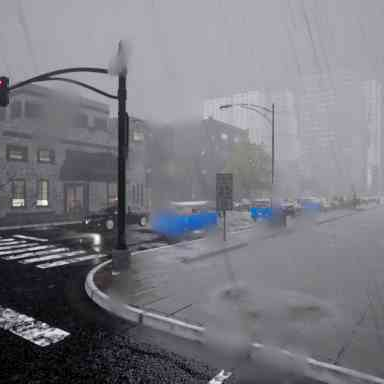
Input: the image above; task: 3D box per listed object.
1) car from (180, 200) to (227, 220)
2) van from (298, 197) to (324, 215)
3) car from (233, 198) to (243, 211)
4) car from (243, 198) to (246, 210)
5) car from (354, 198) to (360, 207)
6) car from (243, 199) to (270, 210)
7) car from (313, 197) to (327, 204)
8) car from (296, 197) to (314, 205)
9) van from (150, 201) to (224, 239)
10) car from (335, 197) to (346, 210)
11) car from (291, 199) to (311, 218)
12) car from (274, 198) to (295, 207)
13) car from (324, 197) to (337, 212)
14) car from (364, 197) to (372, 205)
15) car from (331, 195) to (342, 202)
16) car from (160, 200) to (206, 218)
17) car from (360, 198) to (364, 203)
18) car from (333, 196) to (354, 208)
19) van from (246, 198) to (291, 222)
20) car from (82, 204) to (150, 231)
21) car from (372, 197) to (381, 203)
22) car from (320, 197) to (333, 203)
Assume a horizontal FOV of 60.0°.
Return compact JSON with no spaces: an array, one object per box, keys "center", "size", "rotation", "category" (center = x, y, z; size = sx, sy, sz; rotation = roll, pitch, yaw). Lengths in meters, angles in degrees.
[{"center":[1.148,1.556,29.580],"size":[1.837,1.490,4.892],"rotation":[1,0,35],"category":"car"},{"center":[12.531,1.469,35.749],"size":[1.690,1.788,3.998],"rotation":[0,0,35],"category":"van"},{"center":[5.677,1.507,40.570],"size":[1.967,1.590,4.097],"rotation":[0,0,35],"category":"car"},{"center":[8.230,1.614,39.665],"size":[1.812,1.442,4.674],"rotation":[1,0,35],"category":"car"},{"center":[25.198,1.517,53.844],"size":[2.192,1.841,5.009],"rotation":[0,0,35],"category":"car"},{"center":[8.842,1.629,45.094],"size":[1.887,1.381,4.507],"rotation":[0,0,35],"category":"car"},{"center":[27.744,1.729,72.095],"size":[1.752,1.417,4.829],"rotation":[0,0,35],"category":"car"},{"center":[21.508,1.706,63.187],"size":[1.887,1.381,4.507],"rotation":[0,0,35],"category":"car"},{"center":[-0.135,1.407,17.655],"size":[1.690,1.788,3.998],"rotation":[0,0,35],"category":"van"},{"center":[18.863,1.729,44.796],"size":[1.947,1.339,4.313],"rotation":[0,0,35],"category":"car"},{"center":[9.363,1.656,31.225],"size":[1.887,1.381,4.507],"rotation":[0,0,35],"category":"car"},{"center":[15.175,1.666,54.140],"size":[1.887,1.381,4.507],"rotation":[0,0,35],"category":"car"},{"center":[15.795,1.671,40.412],"size":[1.752,1.417,4.829],"rotation":[0,0,35],"category":"car"},{"center":[34.696,1.810,67.414],"size":[1.887,1.381,4.507],"rotation":[0,0,35],"category":"car"},{"center":[37.341,1.713,85.805],"size":[1.967,1.590,4.097],"rotation":[0,0,35],"category":"car"},{"center":[-0.755,1.558,31.383],"size":[1.752,1.417,4.829],"rotation":[0,0,35],"category":"car"},{"center":[28.461,1.748,58.506],"size":[1.752,1.417,4.829],"rotation":[0,0,35],"category":"car"},{"center":[22.032,1.497,49.320],"size":[2.192,1.841,5.009],"rotation":[0,0,35],"category":"car"},{"center":[6.198,1.436,26.702],"size":[1.690,1.788,3.998],"rotation":[0,0,35],"category":"van"},{"center":[-4.699,1.529,21.230],"size":[1.837,1.490,4.892],"rotation":[1,0,35],"category":"car"},{"center":[44.196,1.900,80.984],"size":[1.947,1.339,4.313],"rotation":[0,0,35],"category":"car"},{"center":[31.007,1.792,76.758],"size":[1.947,1.339,4.313],"rotation":[0,0,35],"category":"car"}]
